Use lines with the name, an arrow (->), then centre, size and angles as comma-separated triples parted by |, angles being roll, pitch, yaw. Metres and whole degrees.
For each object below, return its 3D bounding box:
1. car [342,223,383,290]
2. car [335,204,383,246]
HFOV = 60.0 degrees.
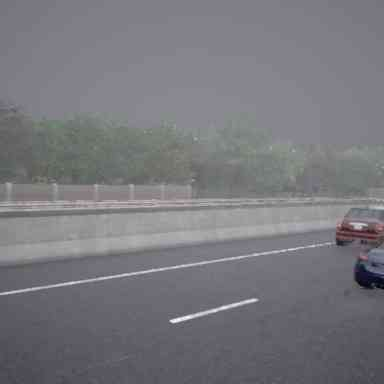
car -> 5.752, 1.579, 7.974 | 4.181, 1.385, 1.994 | 0, 0, -36
car -> 8.069, 1.372, 13.930 | 4.553, 1.767, 2.097 | 0, 0, -36
